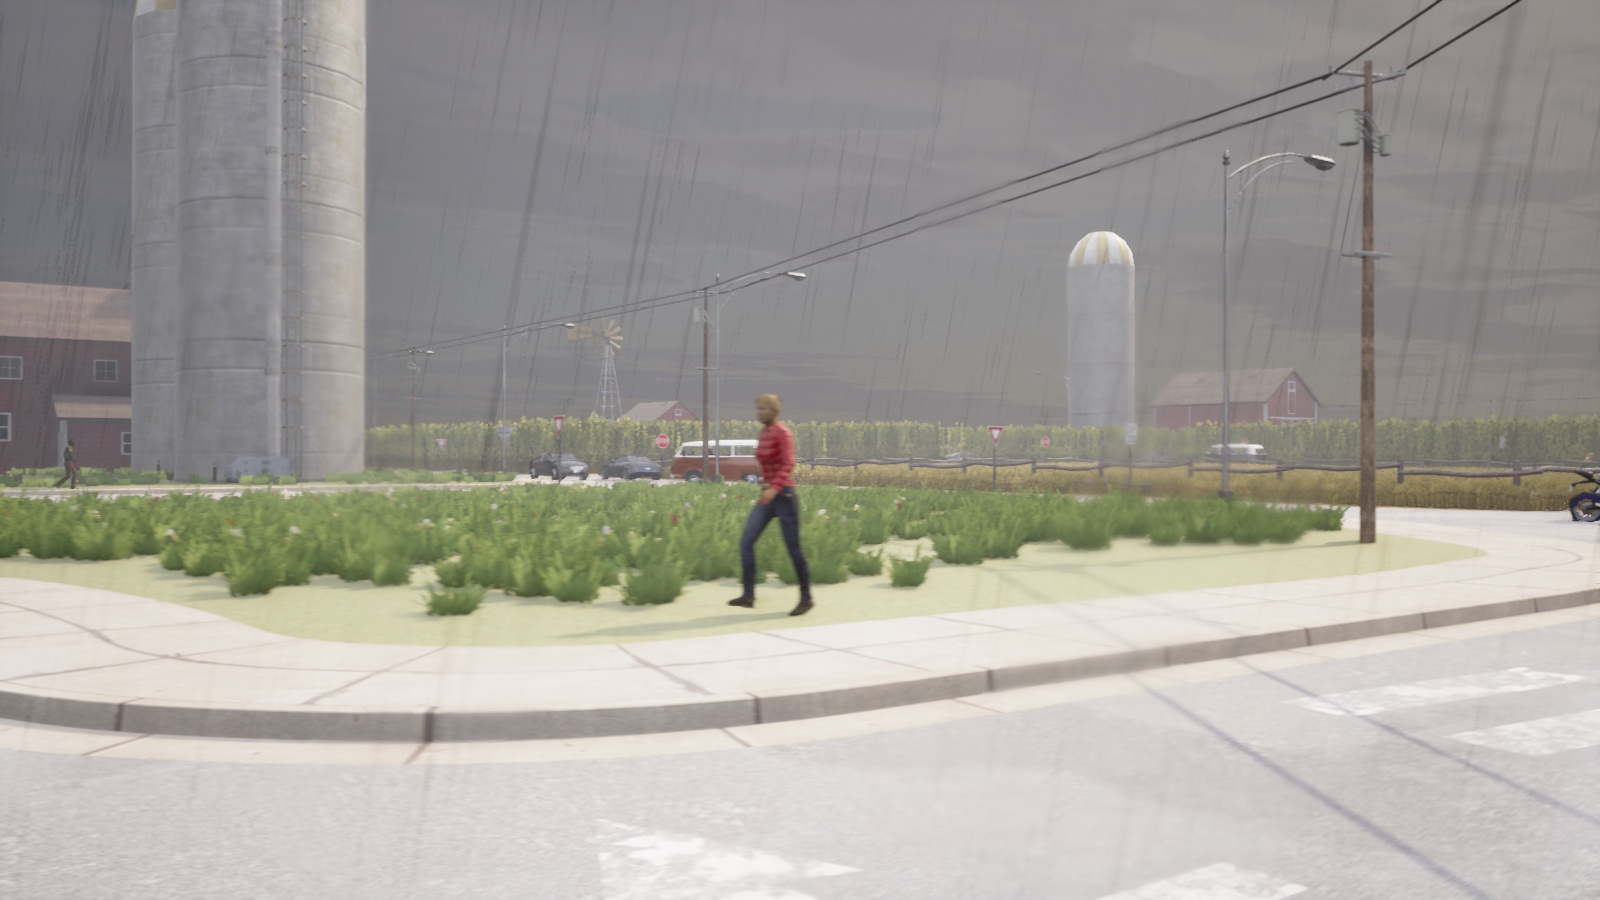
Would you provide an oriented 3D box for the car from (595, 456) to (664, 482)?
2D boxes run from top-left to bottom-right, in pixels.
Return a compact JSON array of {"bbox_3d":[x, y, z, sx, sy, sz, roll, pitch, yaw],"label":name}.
[{"bbox_3d":[-9.250,0.995,67.887,1.994,1.385,4.181,0,0,-35],"label":"car"}]

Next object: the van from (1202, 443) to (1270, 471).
[{"bbox_3d":[32.566,0.466,93.855,2.069,2.038,4.480,0,0,-34],"label":"van"}]

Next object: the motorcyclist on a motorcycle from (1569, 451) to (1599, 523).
[{"bbox_3d":[17.935,0.795,27.071,2.191,1.530,0.866,0,-1,22],"label":"motorcyclist on a motorcycle"}]

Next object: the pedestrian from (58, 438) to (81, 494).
[{"bbox_3d":[-25.523,0.562,43.869,0.692,1.930,0.395,0,0,-32],"label":"pedestrian"}]

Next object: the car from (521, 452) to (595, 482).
[{"bbox_3d":[-12.974,0.893,67.160,2.128,1.511,4.902,0,0,-34],"label":"car"}]

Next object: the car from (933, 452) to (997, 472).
[{"bbox_3d":[12.771,0.887,97.061,4.892,1.490,1.837,-1,0,-34],"label":"car"}]

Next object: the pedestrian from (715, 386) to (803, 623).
[{"bbox_3d":[-0.328,0.426,10.138,0.636,1.846,0.331,0,0,-36],"label":"pedestrian"}]

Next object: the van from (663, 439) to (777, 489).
[{"bbox_3d":[-3.312,0.604,52.666,4.480,2.038,2.069,0,-1,6],"label":"van"}]
